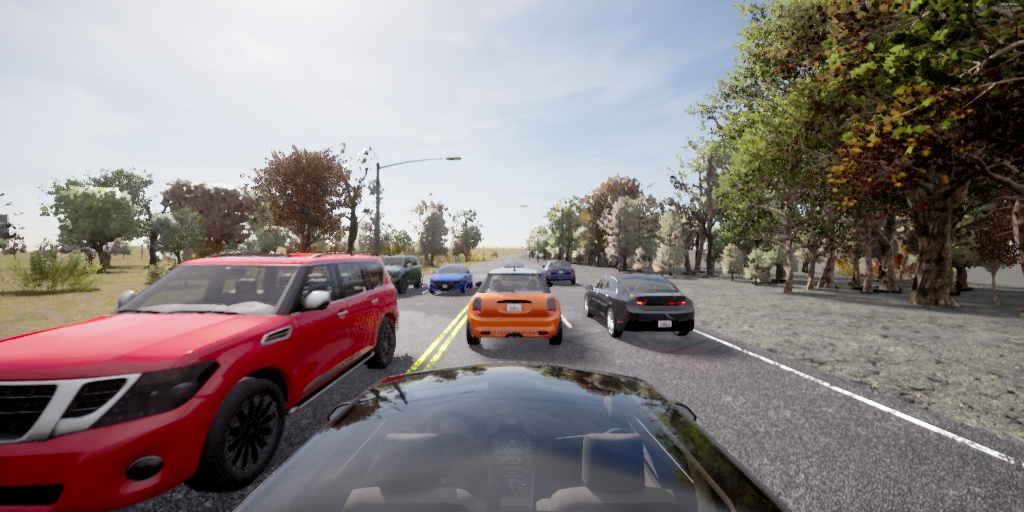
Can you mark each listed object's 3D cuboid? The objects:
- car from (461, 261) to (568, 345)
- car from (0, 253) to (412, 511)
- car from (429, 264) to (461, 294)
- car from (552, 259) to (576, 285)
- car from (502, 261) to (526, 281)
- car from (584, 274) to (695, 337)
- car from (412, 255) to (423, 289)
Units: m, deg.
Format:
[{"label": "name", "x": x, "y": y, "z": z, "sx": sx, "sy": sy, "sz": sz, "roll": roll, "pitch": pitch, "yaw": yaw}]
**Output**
[{"label": "car", "x": 0.066, "y": 1.099, "z": 9.639, "sx": 2.097, "sy": 1.767, "sz": 4.553, "roll": 0, "pitch": 0, "yaw": 0}, {"label": "car", "x": -3.312, "y": 0.972, "z": 4.929, "sx": 2.150, "sy": 2.045, "sz": 5.566, "roll": 0, "pitch": 0, "yaw": 1}, {"label": "car", "x": -3.334, "y": 1.221, "z": 20.333, "sx": 1.882, "sy": 1.535, "sz": 5.008, "roll": 0, "pitch": 0, "yaw": 0}, {"label": "car", "x": 3.329, "y": 1.086, "z": 26.442, "sx": 2.097, "sy": 1.767, "sz": 4.553, "roll": -1, "pitch": 0, "yaw": 0}, {"label": "car", "x": 0.127, "y": 1.217, "z": 30.992, "sx": 1.882, "sy": 1.535, "sz": 5.008, "roll": 0, "pitch": 0, "yaw": -1}, {"label": "car", "x": 3.319, "y": 1.244, "z": 10.211, "sx": 1.837, "sy": 1.490, "sz": 4.892, "roll": -1, "pitch": 0, "yaw": 0}, {"label": "car", "x": -6.585, "y": 0.965, "z": 20.035, "sx": 2.150, "sy": 2.045, "sz": 5.566, "roll": 0, "pitch": 0, "yaw": 0}]
